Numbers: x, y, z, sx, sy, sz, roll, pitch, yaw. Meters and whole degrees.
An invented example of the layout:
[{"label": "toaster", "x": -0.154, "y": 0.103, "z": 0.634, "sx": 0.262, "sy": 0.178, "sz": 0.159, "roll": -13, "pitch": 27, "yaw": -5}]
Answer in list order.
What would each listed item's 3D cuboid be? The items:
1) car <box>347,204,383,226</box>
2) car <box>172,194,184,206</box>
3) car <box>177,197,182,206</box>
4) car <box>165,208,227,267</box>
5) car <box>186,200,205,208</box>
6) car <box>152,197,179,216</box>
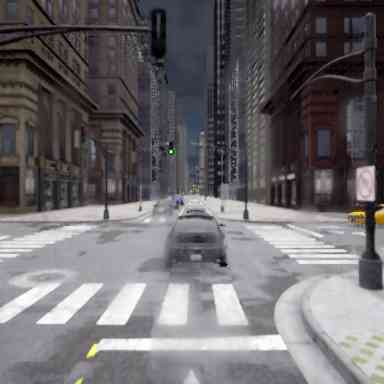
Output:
[{"label": "car", "x": 12.893, "y": 1.531, "z": 21.889, "sx": 5.008, "sy": 1.535, "sz": 1.882, "roll": 0, "pitch": 0, "yaw": 0}, {"label": "car", "x": -2.598, "y": 1.407, "z": 59.604, "sx": 2.150, "sy": 2.045, "sz": 5.566, "roll": 0, "pitch": 0, "yaw": 1}, {"label": "car", "x": -2.751, "y": 1.687, "z": 44.518, "sx": 1.994, "sy": 1.385, "sz": 4.181, "roll": 0, "pitch": 0, "yaw": 0}, {"label": "car", "x": 0.137, "y": 1.526, "z": 11.510, "sx": 1.837, "sy": 1.490, "sz": 4.892, "roll": 0, "pitch": 0, "yaw": 1}, {"label": "car", "x": 0.394, "y": 1.629, "z": 38.942, "sx": 1.812, "sy": 1.442, "sz": 4.674, "roll": 0, "pitch": 0, "yaw": 0}, {"label": "car", "x": -2.841, "y": 1.577, "z": 33.710, "sx": 2.128, "sy": 1.511, "sz": 4.902, "roll": 0, "pitch": 0, "yaw": 1}]
